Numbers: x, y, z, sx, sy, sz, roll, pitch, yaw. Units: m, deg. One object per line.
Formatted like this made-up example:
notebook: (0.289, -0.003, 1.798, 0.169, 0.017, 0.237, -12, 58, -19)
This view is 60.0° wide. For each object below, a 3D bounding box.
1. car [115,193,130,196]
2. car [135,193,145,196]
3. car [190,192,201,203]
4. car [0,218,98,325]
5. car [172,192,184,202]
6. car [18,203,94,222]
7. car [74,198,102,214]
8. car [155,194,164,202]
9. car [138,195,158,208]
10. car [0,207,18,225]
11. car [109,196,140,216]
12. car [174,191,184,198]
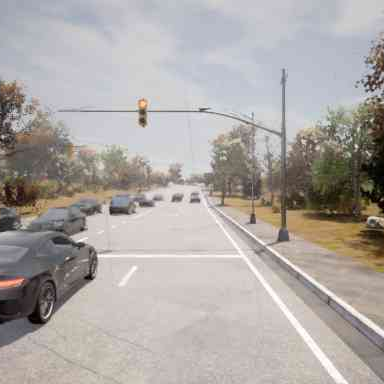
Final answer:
car: (-10.193, 1.222, 48.257, 2.150, 2.045, 5.566, 0, 0, 1)
car: (-9.995, 1.026, 63.921, 1.837, 1.490, 4.892, 0, 3, 1)
car: (0.628, 1.227, 61.748, 1.895, 1.301, 4.718, 0, 3, 1)
car: (-3.400, 1.526, 7.007, 1.812, 1.442, 4.674, 0, 0, -1)
car: (-2.850, 1.010, 64.148, 1.837, 1.490, 4.892, 0, 3, 1)
car: (-6.972, 1.525, 17.674, 1.812, 1.442, 4.674, 0, 0, 0)
car: (-10.342, 1.352, 32.546, 2.097, 1.767, 4.553, 0, 0, 1)
car: (-6.493, 1.081, 63.970, 1.994, 1.385, 4.181, 0, 3, 1)
car: (-6.679, 1.593, 49.463, 1.895, 1.301, 4.718, 0, 0, 1)
car: (-10.489, 1.505, 16.742, 1.837, 1.490, 4.892, 0, 0, 1)
car: (-6.838, 1.477, 33.094, 1.882, 1.535, 5.008, 0, 0, 1)
car: (-2.853, 0.588, 74.082, 1.895, 1.301, 4.718, 0, 3, 1)
